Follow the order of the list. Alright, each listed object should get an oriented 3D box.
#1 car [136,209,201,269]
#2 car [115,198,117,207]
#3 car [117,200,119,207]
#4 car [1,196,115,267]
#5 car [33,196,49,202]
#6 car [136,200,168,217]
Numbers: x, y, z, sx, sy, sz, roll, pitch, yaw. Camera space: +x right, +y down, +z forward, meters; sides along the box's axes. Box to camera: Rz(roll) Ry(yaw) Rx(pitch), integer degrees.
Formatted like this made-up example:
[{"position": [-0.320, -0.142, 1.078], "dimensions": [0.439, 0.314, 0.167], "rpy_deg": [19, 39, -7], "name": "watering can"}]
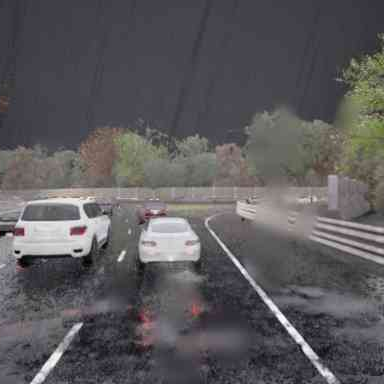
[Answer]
[{"position": [-0.797, 1.534, 11.155], "dimensions": [1.812, 1.442, 4.674], "rpy_deg": [0, 0, -6], "name": "car"}, {"position": [-8.999, 1.539, 33.174], "dimensions": [2.128, 1.511, 4.902], "rpy_deg": [0, 0, -18], "name": "car"}, {"position": [-12.336, 1.559, 50.182], "dimensions": [2.128, 1.511, 4.902], "rpy_deg": [0, 0, -26], "name": "car"}, {"position": [-4.254, 1.242, 11.738], "dimensions": [2.150, 2.045, 5.566], "rpy_deg": [0, 0, -6], "name": "car"}, {"position": [-38.078, 1.695, 83.956], "dimensions": [4.674, 1.442, 1.812], "rpy_deg": [0, 0, 41], "name": "car"}, {"position": [-2.849, 1.374, 23.885], "dimensions": [2.097, 1.767, 4.553], "rpy_deg": [0, 0, -12], "name": "car"}]
